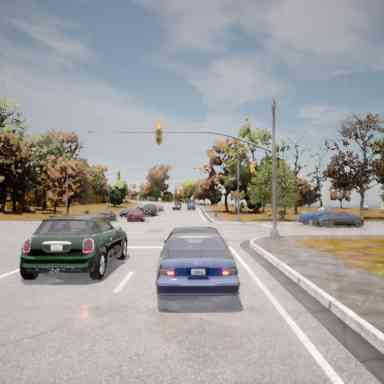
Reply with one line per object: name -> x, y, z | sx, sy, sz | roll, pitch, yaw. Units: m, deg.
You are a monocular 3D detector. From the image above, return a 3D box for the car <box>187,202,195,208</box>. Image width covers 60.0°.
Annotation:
car -> -0.276, 3.318, 88.016 | 1.994, 1.385, 4.181 | 0, 0, -4

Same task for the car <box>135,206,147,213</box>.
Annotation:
car -> -10.642, 3.585, 69.393 | 1.895, 1.301, 4.718 | 0, 0, 0

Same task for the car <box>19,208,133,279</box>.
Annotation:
car -> -3.437, 1.488, 10.572 | 2.097, 1.767, 4.553 | 0, -1, 0

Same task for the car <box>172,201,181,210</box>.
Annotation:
car -> -3.660, 3.550, 77.891 | 1.895, 1.301, 4.718 | 0, 0, 0

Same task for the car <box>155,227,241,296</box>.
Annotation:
car -> 0.074, 1.647, 8.955 | 2.033, 1.411, 5.357 | 0, -1, -1

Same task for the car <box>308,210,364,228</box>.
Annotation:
car -> 13.013, 2.455, 29.691 | 4.181, 1.385, 1.994 | 0, -3, -2

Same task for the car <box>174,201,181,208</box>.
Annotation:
car -> -3.774, 3.261, 87.923 | 1.837, 1.490, 4.892 | 0, 0, -4

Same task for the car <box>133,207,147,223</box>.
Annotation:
car -> -6.819, 2.861, 40.336 | 1.882, 1.535, 5.008 | 0, -3, -5

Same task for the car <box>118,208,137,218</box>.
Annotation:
car -> -10.699, 3.418, 55.361 | 2.033, 1.411, 5.357 | 0, -1, 0

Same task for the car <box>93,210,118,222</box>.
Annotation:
car -> -10.680, 2.993, 41.380 | 1.994, 1.385, 4.181 | 0, -2, 0

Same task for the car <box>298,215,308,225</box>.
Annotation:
car -> 13.180, 2.530, 33.185 | 5.008, 1.535, 1.882 | 0, -3, -1

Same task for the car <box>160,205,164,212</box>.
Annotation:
car -> -7.146, 3.510, 71.467 | 2.128, 1.511, 4.902 | 0, 0, 0

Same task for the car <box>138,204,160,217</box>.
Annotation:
car -> -7.220, 3.103, 55.934 | 2.150, 2.045, 5.566 | 0, -1, 0

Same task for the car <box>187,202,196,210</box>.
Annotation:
car -> -0.160, 3.478, 77.833 | 1.812, 1.442, 4.674 | 0, 0, 0
